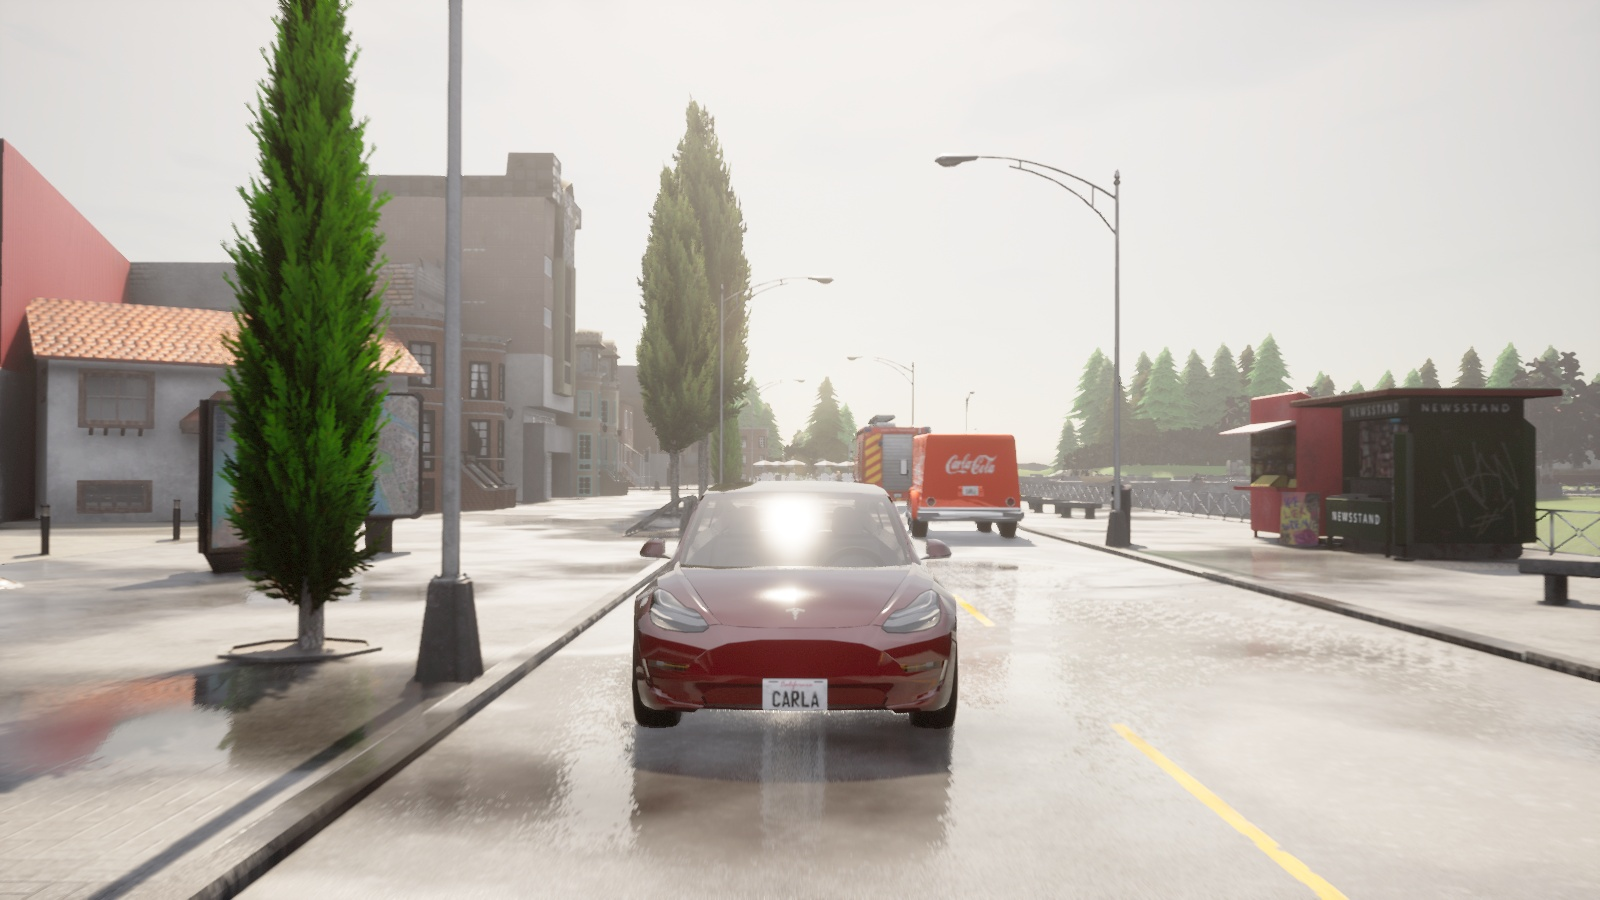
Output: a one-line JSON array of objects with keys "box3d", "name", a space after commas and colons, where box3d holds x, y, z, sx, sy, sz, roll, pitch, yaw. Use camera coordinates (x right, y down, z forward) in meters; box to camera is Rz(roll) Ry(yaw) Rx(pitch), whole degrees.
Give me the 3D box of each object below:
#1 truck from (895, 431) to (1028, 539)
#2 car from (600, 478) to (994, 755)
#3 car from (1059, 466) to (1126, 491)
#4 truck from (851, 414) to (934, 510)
[{"box3d": [3.916, 0.839, 31.467, 2.627, 2.467, 5.204, 0, -1, 0], "name": "truck"}, {"box3d": [-0.024, 0.971, 9.317, 2.163, 1.488, 4.792, 0, -1, 0], "name": "car"}, {"box3d": [22.025, 2.128, 94.684, 4.605, 1.855, 1.932, 0, -1, 0], "name": "car"}, {"box3d": [3.855, 0.542, 54.195, 2.891, 3.827, 8.468, 0, -1, 0], "name": "truck"}]
